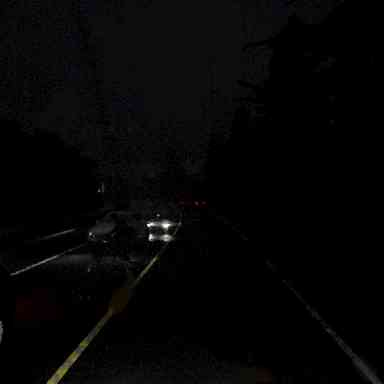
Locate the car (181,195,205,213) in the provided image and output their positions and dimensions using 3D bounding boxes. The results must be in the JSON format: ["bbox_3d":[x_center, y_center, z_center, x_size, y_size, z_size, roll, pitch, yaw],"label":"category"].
[{"bbox_3d":[0.238,1.321,38.727,2.150,2.045,5.566,0,0,-5],"label":"car"}]

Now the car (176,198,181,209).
[{"bbox_3d":[-1.167,1.630,49.127,1.837,1.490,4.892,0,0,-10],"label":"car"}]

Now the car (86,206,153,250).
[{"bbox_3d":[-3.072,1.560,14.572,1.812,1.442,4.674,0,0,2],"label":"car"}]

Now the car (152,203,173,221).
[{"bbox_3d":[-2.633,1.632,27.635,1.994,1.385,4.181,0,0,-1],"label":"car"}]

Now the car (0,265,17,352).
[{"bbox_3d":[-3.582,1.506,2.982,1.837,1.490,4.892,0,0,3],"label":"car"}]

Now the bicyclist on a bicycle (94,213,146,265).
[{"bbox_3d":[-2.250,1.478,10.315,1.656,1.620,0.582,-2,0,3],"label":"bicyclist on a bicycle"}]
